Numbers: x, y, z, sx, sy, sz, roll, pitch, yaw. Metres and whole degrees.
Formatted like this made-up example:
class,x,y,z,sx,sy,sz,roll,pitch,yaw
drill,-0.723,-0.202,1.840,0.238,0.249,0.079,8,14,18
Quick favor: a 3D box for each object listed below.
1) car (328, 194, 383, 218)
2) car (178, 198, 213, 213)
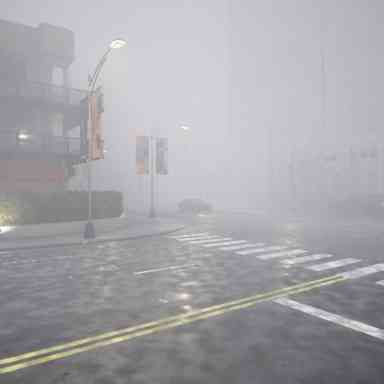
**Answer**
class,x,y,z,sx,sy,sz,roll,pitch,yaw
car,15.192,1.221,30.078,2.150,2.045,5.566,0,0,-35
car,0.300,1.478,37.145,1.882,1.535,5.008,0,0,-35
